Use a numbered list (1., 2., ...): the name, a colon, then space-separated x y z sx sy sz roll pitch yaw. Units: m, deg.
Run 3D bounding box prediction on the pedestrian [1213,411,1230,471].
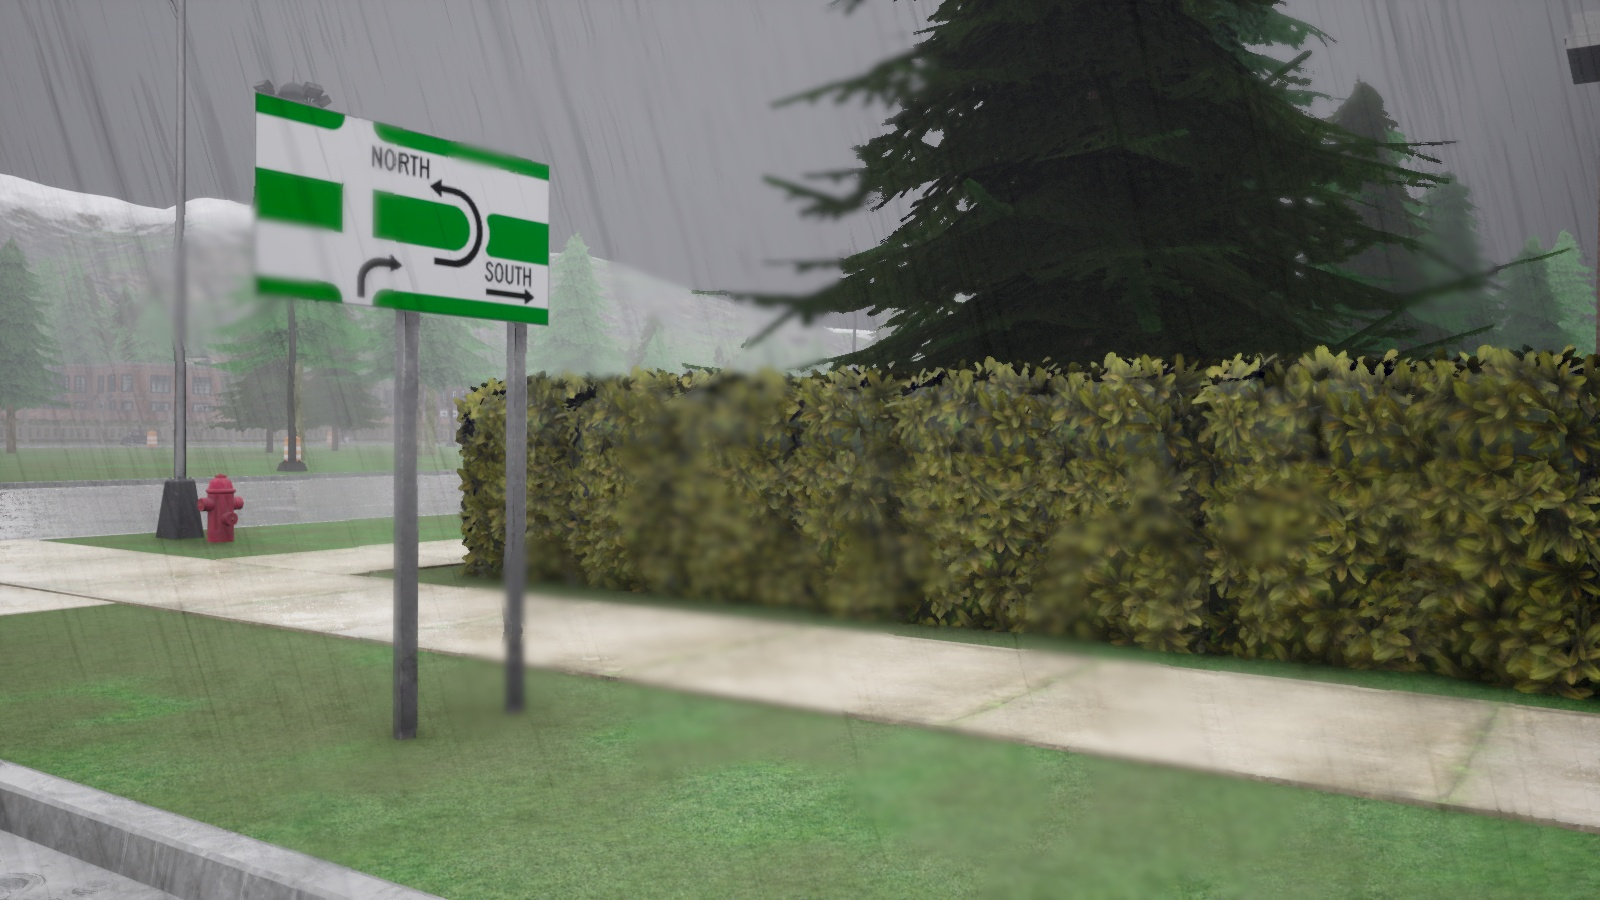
1. pedestrian: 12.987 -0.285 38.683 0.345 1.836 0.594 0 1 34
